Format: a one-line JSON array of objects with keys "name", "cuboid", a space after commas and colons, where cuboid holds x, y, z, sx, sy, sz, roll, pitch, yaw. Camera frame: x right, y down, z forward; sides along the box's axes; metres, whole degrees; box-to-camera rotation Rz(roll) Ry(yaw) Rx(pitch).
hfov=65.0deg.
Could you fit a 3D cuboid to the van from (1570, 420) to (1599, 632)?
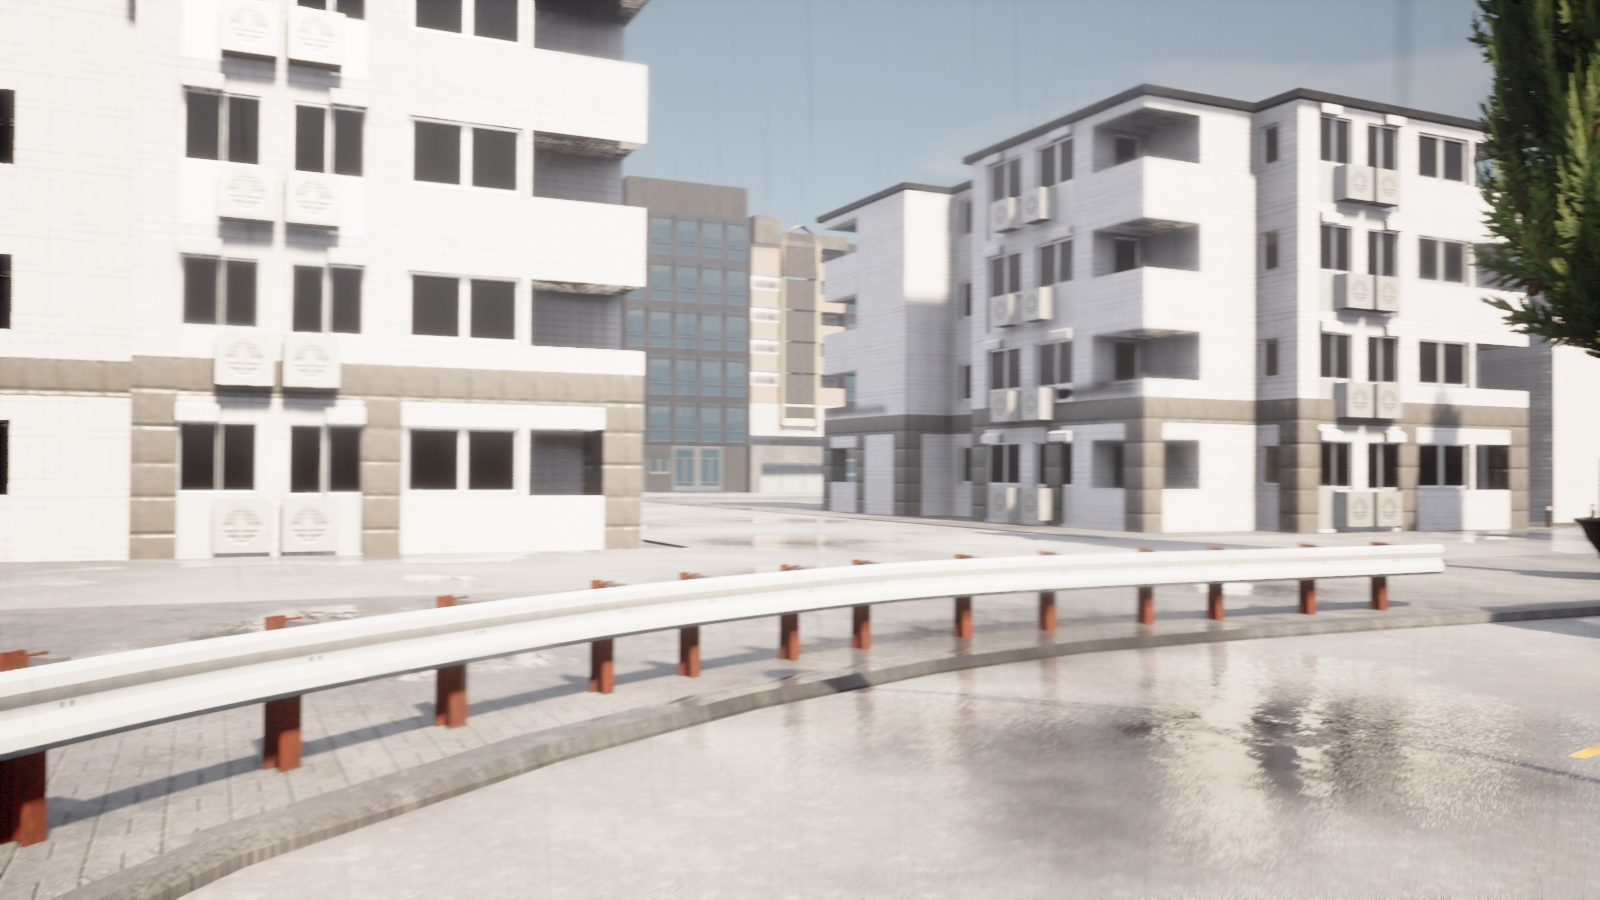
[{"name": "van", "cuboid": [10.015, 0.730, 12.305, 4.480, 2.038, 2.069, 0, -1, -25]}]
